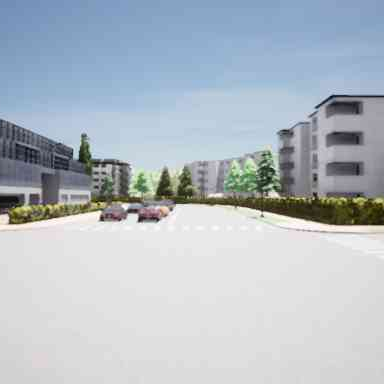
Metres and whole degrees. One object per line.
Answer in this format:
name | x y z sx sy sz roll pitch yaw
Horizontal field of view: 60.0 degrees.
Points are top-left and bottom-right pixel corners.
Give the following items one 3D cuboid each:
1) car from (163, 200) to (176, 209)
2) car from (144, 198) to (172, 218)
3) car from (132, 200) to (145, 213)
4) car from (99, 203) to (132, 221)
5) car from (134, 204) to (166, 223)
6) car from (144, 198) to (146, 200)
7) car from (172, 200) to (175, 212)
car | -4.321 2.327 63.766 2.128 1.511 4.902 0 -1 -7
car | -3.658 1.832 36.595 2.097 1.767 4.553 0 -1 0
car | -7.304 2.124 43.799 2.033 1.411 5.357 0 -1 0
car | -7.217 1.974 31.024 1.994 1.385 4.181 0 -1 0
car | -3.706 1.996 30.092 1.895 1.301 4.718 0 -1 0
car | -7.537 1.996 58.987 2.150 2.045 5.566 0 -1 -4
car | -3.879 2.006 49.978 2.097 1.767 4.553 0 -1 -1
